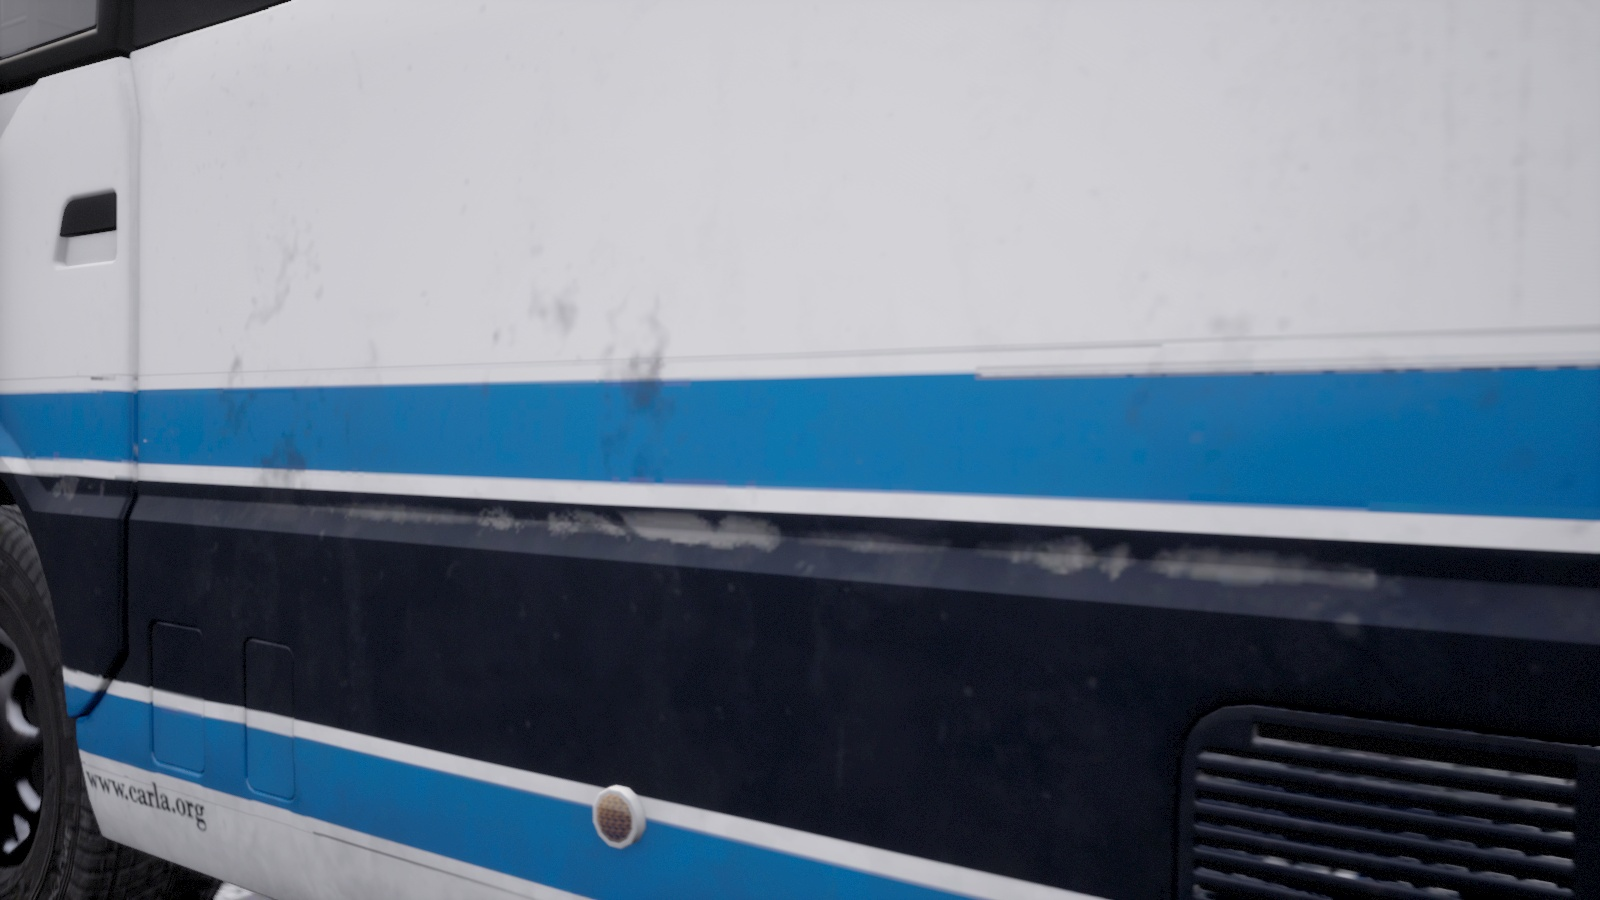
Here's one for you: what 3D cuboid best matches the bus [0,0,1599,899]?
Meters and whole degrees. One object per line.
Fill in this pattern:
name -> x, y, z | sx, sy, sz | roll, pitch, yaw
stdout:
bus -> 1.206, -0.699, 2.804 | 10.273, 4.253, 3.944 | 0, 1, 34
